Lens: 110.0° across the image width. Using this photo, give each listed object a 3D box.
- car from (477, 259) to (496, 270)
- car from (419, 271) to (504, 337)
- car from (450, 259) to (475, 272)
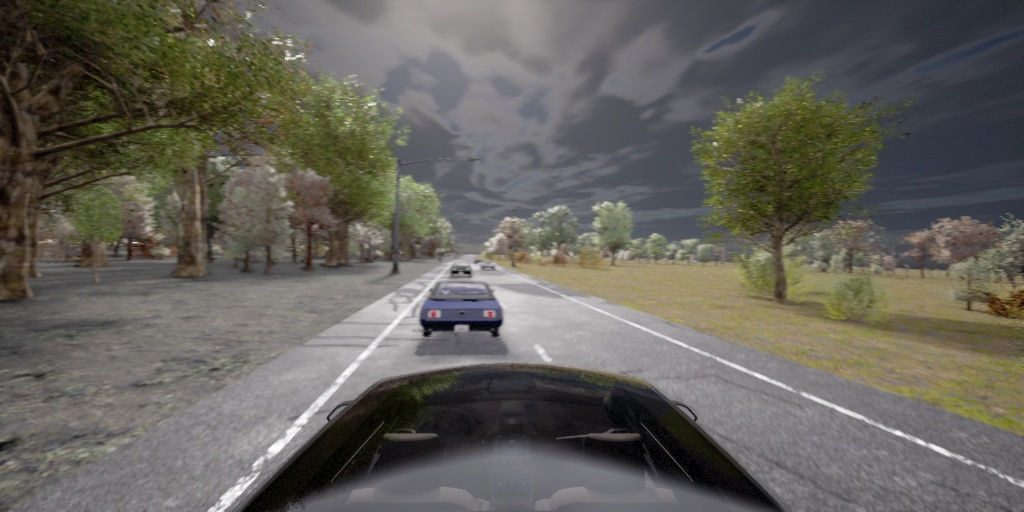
[{"bbox_3d":[-3.312,1.147,48.276,1.895,1.301,4.718,1,0,-8],"label":"car"},{"bbox_3d":[-1.405,1.293,10.075,1.895,1.301,4.718,1,0,-8],"label":"car"},{"bbox_3d":[-4.614,1.152,32.595,1.895,1.301,4.718,1,0,-8],"label":"car"}]
